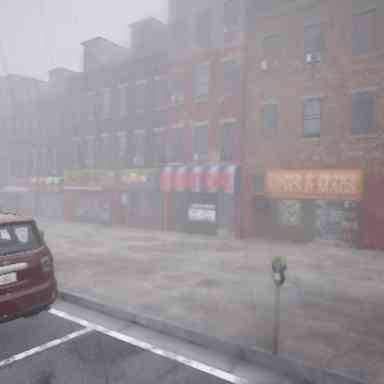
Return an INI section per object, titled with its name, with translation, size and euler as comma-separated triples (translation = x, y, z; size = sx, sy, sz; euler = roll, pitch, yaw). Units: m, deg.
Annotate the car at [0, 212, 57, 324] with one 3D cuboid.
[car]
translation = -4.499, 1.269, 5.996
size = 5.009, 1.841, 2.192
euler = 0, 2, 36
